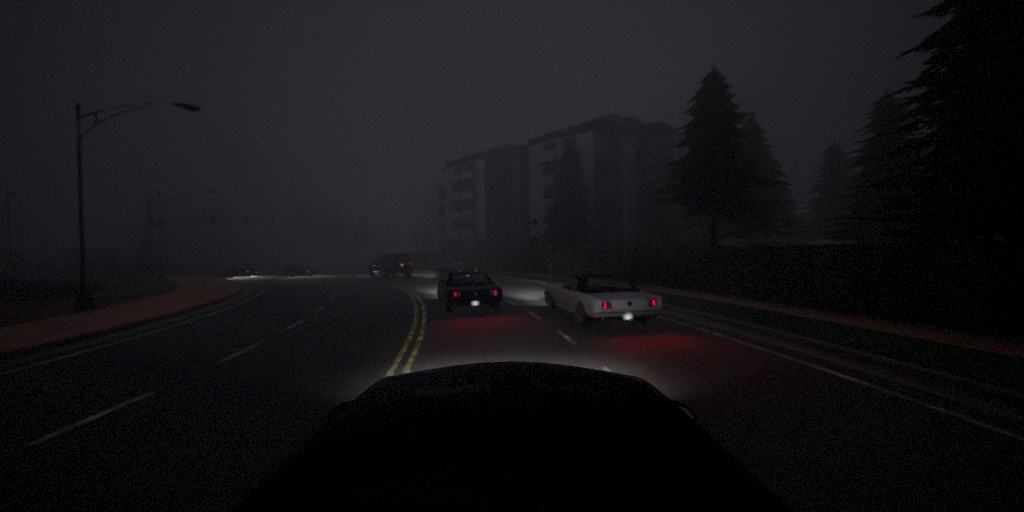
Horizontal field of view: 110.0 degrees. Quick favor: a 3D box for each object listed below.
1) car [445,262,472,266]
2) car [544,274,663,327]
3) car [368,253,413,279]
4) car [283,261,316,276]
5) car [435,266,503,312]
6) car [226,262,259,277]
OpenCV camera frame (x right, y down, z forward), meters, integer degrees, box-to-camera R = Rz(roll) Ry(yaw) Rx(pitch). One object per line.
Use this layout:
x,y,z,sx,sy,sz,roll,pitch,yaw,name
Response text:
-4.298,1.100,27.544,1.895,1.301,4.718,-1,1,-32,car
2.440,1.196,11.025,1.895,1.301,4.718,-1,1,-11,car
-10.111,0.786,29.723,2.150,2.045,5.566,-1,1,-38,car
-21.121,1.196,35.528,4.674,1.442,1.812,-1,1,41,car
-1.785,1.231,13.731,1.895,1.301,4.718,-1,1,-16,car
-27.208,1.325,36.165,4.181,1.385,1.994,0,1,40,car
